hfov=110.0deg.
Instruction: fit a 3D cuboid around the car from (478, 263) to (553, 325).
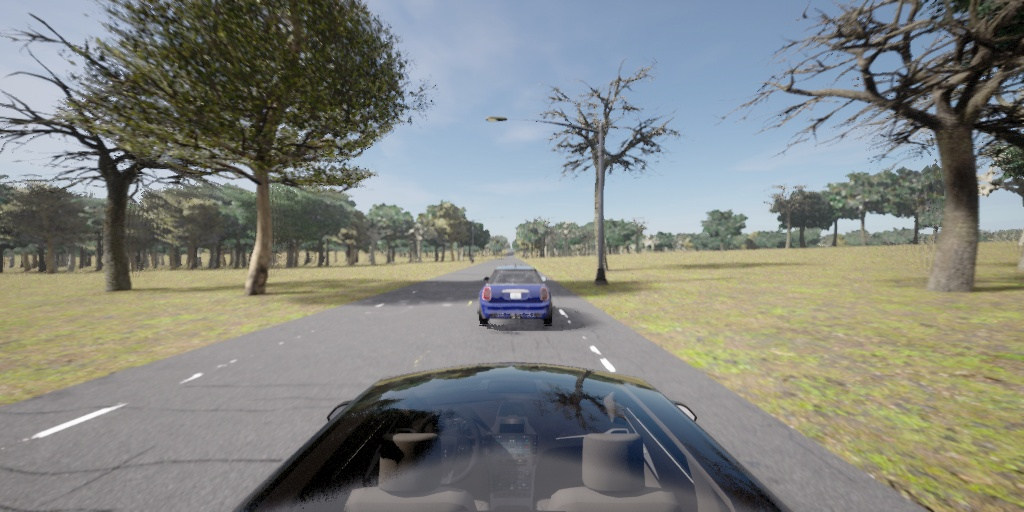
[{"bbox_3d":[0.099,1.082,11.833,2.097,1.767,4.553,0,0,0],"label":"car"}]
